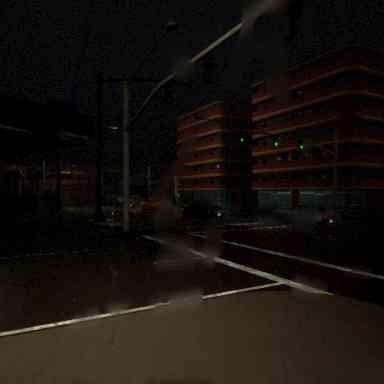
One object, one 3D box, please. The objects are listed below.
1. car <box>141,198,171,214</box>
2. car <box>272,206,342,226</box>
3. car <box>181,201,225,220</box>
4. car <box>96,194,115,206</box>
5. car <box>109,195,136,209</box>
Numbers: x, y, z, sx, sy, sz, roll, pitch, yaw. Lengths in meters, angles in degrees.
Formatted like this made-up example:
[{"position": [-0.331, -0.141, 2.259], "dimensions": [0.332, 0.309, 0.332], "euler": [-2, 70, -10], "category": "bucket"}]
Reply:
[{"position": [-3.988, 1.478, 36.323], "dimensions": [1.882, 1.535, 5.008], "euler": [0, 0, -30], "category": "car"}, {"position": [7.877, 1.601, 23.390], "dimensions": [1.895, 1.301, 4.718], "euler": [0, 0, -30], "category": "car"}, {"position": [0.879, 1.491, 28.045], "dimensions": [2.128, 1.511, 4.902], "euler": [0, 0, -30], "category": "car"}, {"position": [-14.188, 1.505, 53.759], "dimensions": [1.837, 1.490, 4.892], "euler": [0, 0, -30], "category": "car"}, {"position": [-9.079, 1.492, 44.988], "dimensions": [2.128, 1.511, 4.902], "euler": [0, 0, -30], "category": "car"}]
